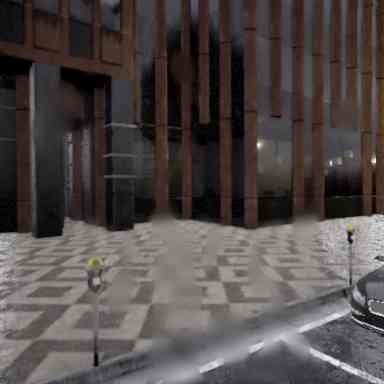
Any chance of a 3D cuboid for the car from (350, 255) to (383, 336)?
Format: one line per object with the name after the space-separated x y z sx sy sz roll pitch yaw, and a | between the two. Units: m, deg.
4.423 1.448 5.619 4.403 1.369 2.008 -1 1 -35 | car
